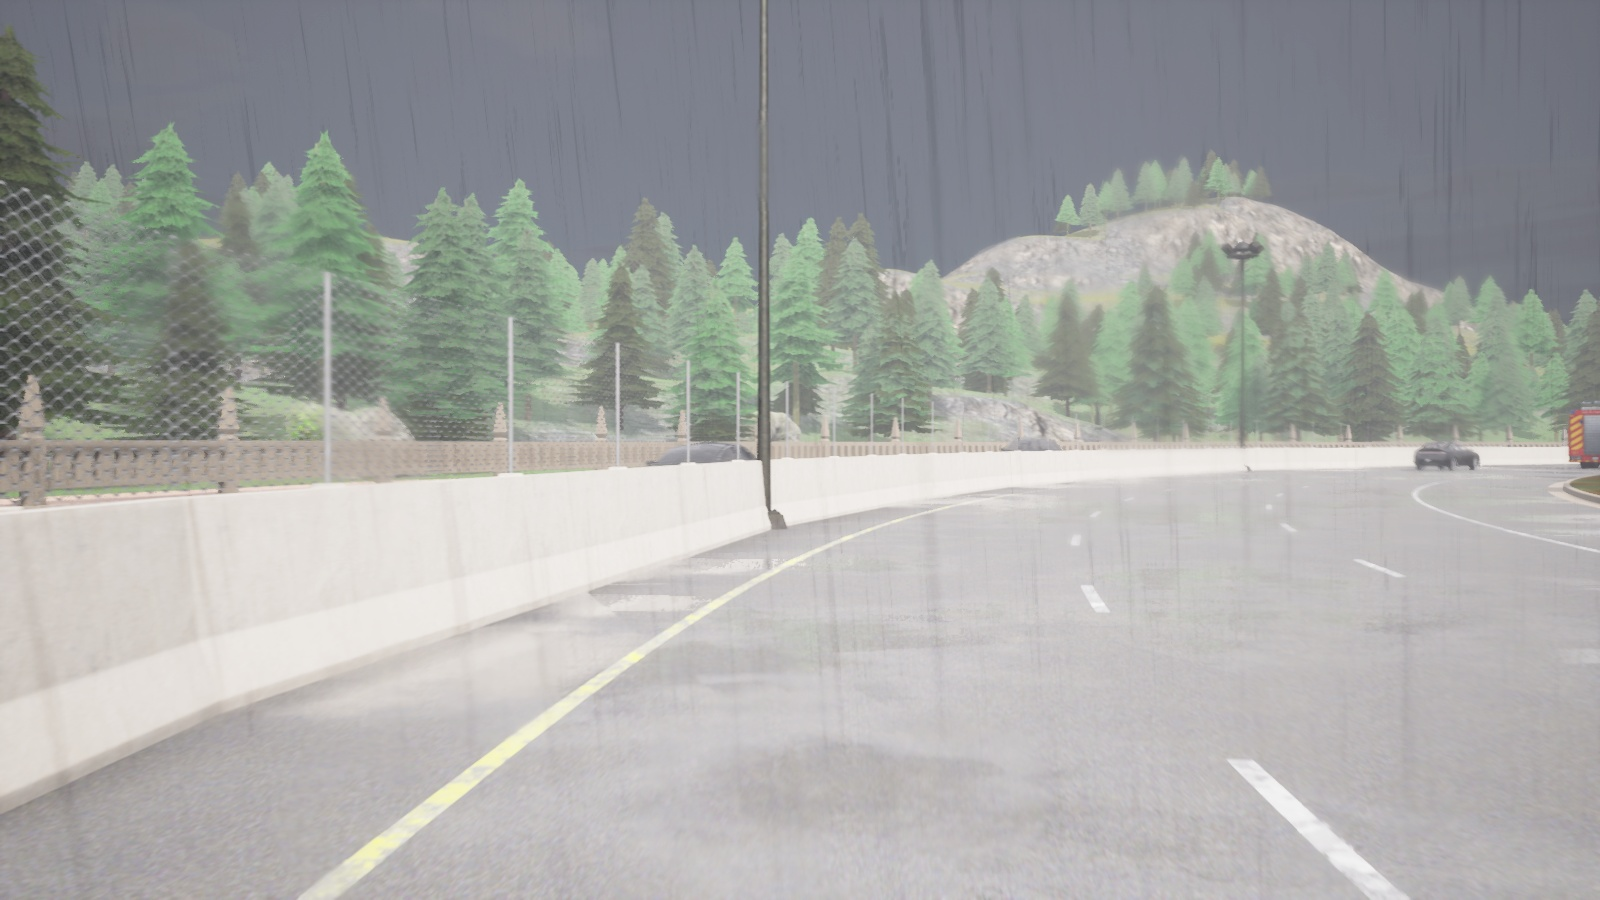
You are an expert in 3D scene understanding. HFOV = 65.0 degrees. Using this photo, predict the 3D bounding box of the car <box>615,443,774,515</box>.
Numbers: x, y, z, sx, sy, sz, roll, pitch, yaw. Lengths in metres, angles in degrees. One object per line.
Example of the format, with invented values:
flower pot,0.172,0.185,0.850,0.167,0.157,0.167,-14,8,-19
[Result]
car,-2.271,0.587,28.501,1.837,1.490,4.892,0,0,18

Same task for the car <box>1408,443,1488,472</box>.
car,34.279,0.372,66.384,4.902,1.511,2.128,0,0,-42

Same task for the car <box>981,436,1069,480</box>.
car,9.671,0.314,53.707,2.097,1.767,4.553,0,0,33

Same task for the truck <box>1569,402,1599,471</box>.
truck,48.090,-0.765,72.509,8.468,3.827,2.891,0,0,-33
